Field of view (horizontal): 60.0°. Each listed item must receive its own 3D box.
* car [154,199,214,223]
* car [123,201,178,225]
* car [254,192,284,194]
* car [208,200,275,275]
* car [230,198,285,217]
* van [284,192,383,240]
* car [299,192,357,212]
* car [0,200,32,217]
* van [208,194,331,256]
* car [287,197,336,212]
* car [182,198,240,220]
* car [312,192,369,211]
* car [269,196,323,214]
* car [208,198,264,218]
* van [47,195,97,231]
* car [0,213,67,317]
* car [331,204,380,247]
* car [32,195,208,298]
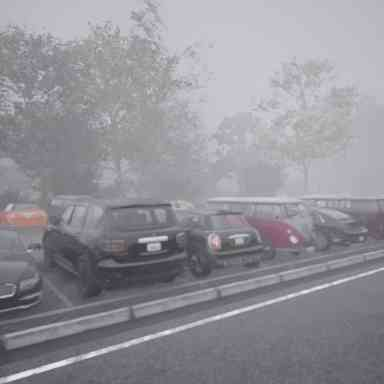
[{"bbox_3d":[-0.738,1.359,25.744,1.946,1.575,5.366,-1,0,-36],"label":"car"},{"bbox_3d":[-3.110,1.422,24.275,2.002,1.452,4.674,-1,0,-36],"label":"car"},{"bbox_3d":[8.234,1.032,32.346,2.435,2.045,5.566,-1,0,-36],"label":"car"},{"bbox_3d":[0.009,1.295,10.398,2.185,1.767,4.553,-1,0,-36],"label":"car"},{"bbox_3d":[5.938,1.332,30.776,2.163,1.488,4.792,0,0,-36],"label":"car"},{"bbox_3d":[6.768,1.134,15.403,1.878,1.987,4.442,-1,0,-36],"label":"van"},{"bbox_3d":[15.034,0.989,37.202,2.435,2.045,5.566,0,0,-36],"label":"car"},{"bbox_3d":[-9.895,1.319,19.402,2.185,1.767,4.553,-1,0,-35],"label":"car"},{"bbox_3d":[2.340,1.175,11.957,1.878,1.987,4.442,-1,0,-36],"label":"van"},{"bbox_3d":[12.653,1.293,35.534,2.002,1.452,4.674,0,0,-36],"label":"car"},{"bbox_3d":[1.425,1.342,27.510,2.097,1.535,5.008,0,0,-36],"label":"car"},{"bbox_3d":[17.199,0.978,38.750,2.435,2.045,5.566,0,0,-36],"label":"car"},{"bbox_3d":[10.490,1.268,33.985,2.097,1.535,5.008,0,0,-36],"label":"car"},{"bbox_3d":[3.705,1.352,29.110,2.163,1.488,4.792,-1,0,-36],"label":"car"},{"bbox_3d":[-7.717,1.196,21.135,1.878,1.987,4.442,-1,0,-35],"label":"van"},{"bbox_3d":[-4.578,1.469,7.176,2.231,1.521,4.892,-1,0,-35],"label":"car"},{"bbox_3d":[4.560,1.381,13.676,2.231,1.521,4.892,-1,0,-36],"label":"car"},{"bbox_3d":[-2.308,1.193,8.820,2.435,2.045,5.566,-1,0,-35],"label":"car"}]
